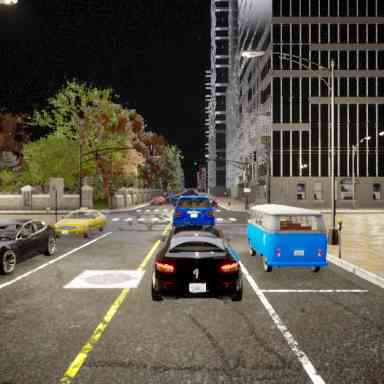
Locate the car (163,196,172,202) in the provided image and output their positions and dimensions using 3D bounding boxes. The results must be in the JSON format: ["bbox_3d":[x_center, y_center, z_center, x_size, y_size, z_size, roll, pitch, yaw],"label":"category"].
[{"bbox_3d":[-5.730,1.541,76.974,1.802,1.307,4.206,0,0,0],"label":"car"}]

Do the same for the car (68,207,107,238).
[{"bbox_3d":[-5.827,1.519,17.672,1.752,1.417,4.829,0,0,0],"label":"car"}]

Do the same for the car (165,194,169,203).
[{"bbox_3d":[-5.721,1.523,59.926,2.008,1.369,4.403,0,0,0],"label":"car"}]

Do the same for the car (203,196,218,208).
[{"bbox_3d":[2.667,1.418,48.569,1.967,1.590,4.097,0,0,0],"label":"car"}]

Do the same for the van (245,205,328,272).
[{"bbox_3d":[2.769,1.338,10.444,1.690,1.788,3.998,0,0,0],"label":"van"}]

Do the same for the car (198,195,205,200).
[{"bbox_3d":[2.643,1.457,94.191,1.752,1.417,4.829,0,0,0],"label":"car"}]

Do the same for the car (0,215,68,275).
[{"bbox_3d":[-5.775,1.563,10.438,1.947,1.339,4.313,0,0,0],"label":"car"}]

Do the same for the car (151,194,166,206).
[{"bbox_3d":[-5.718,1.520,54.243,1.887,1.381,4.507,0,0,0],"label":"car"}]

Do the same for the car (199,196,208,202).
[{"bbox_3d":[2.651,1.525,76.974,1.947,1.339,4.313,0,0,0],"label":"car"}]

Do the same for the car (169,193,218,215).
[{"bbox_3d":[0.091,1.214,18.516,2.150,2.045,5.566,0,0,0],"label":"car"}]

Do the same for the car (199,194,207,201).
[{"bbox_3d":[2.649,1.392,82.655,1.967,1.590,4.097,0,0,0],"label":"car"}]

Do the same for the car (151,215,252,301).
[{"bbox_3d":[0.098,1.524,8.168,1.812,1.442,4.674,0,0,0],"label":"car"}]

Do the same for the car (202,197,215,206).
[{"bbox_3d":[2.663,1.541,54.250,1.947,1.339,4.313,0,0,0],"label":"car"}]
